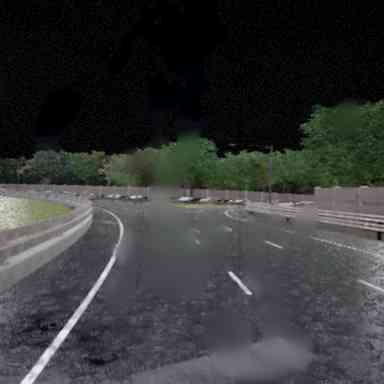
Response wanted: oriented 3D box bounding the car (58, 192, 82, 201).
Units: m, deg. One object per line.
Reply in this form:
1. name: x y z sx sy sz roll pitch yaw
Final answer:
1. car: -23.012 0.972 62.656 1.994 1.385 4.181 2 0 -39

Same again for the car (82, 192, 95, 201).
1. car: -20.604 1.059 65.207 1.994 1.385 4.181 2 0 -42

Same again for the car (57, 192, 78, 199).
1. car: -27.075 0.787 72.431 5.357 1.411 2.033 2 0 43

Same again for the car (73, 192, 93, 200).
1. car: -24.591 0.823 74.899 5.008 1.535 1.882 2 0 43

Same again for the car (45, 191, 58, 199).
1. car: -29.554 0.650 69.965 4.892 1.490 1.837 2 0 43
